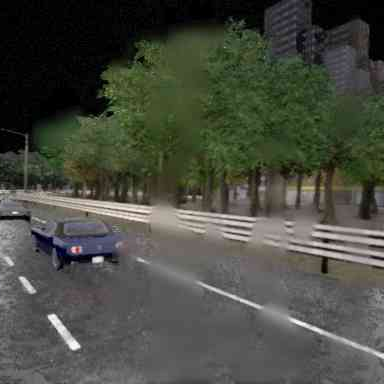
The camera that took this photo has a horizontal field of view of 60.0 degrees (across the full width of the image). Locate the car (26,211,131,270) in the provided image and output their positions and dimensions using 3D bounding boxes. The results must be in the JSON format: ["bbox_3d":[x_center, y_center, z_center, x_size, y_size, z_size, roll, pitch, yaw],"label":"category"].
[{"bbox_3d":[-3.799,1.491,10.709,1.895,1.301,4.718,1,0,-36],"label":"car"}]

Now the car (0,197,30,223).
[{"bbox_3d":[-12.148,1.231,22.278,1.994,1.385,4.181,1,0,-36],"label":"car"}]
